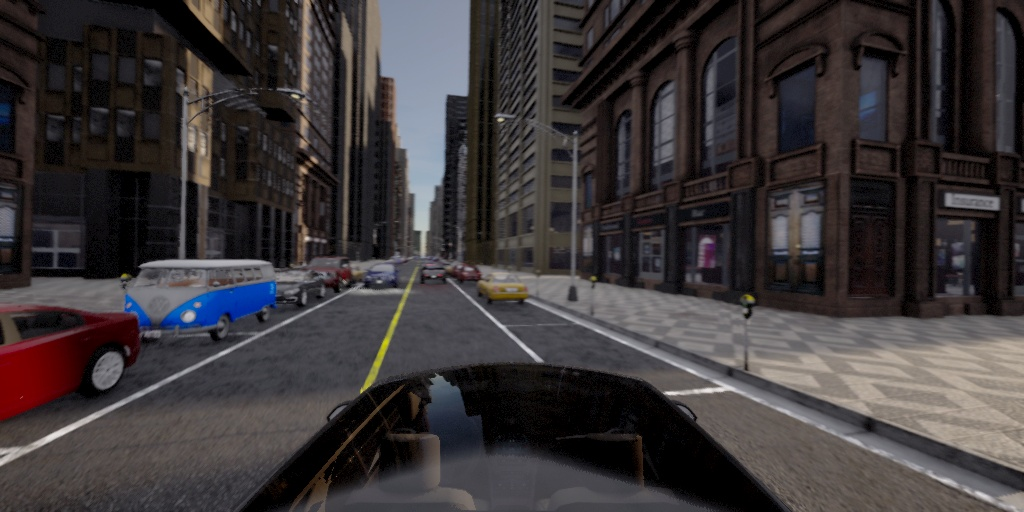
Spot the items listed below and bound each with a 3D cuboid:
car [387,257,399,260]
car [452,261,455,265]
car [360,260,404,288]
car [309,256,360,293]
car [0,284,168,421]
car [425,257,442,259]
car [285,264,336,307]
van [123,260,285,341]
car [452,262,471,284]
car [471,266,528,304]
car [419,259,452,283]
[{"bbox_3d":[-19.717,1.180,58.012,1.802,1.307,4.207,0,0,-14],"label":"car"},{"bbox_3d":[-4.636,1.359,32.840,1.802,1.307,4.207,0,0,-14],"label":"car"},{"bbox_3d":[-8.142,1.199,22.817,1.812,1.442,4.674,1,0,-14],"label":"car"},{"bbox_3d":[-10.175,0.939,19.859,2.192,1.841,5.009,0,0,-14],"label":"car"},{"bbox_3d":[-6.086,1.187,3.507,1.888,1.381,4.507,0,0,-14],"label":"car"},{"bbox_3d":[-9.999,1.209,43.308,2.128,1.511,4.902,1,0,-14],"label":"car"},{"bbox_3d":[-8.812,1.180,14.408,2.007,1.370,4.403,0,0,-14],"label":"car"},{"bbox_3d":[-7.449,0.977,8.958,1.690,1.789,3.998,0,0,-14],"label":"van"},{"bbox_3d":[-3.273,1.364,27.390,1.802,1.307,4.207,0,0,-14],"label":"car"},{"bbox_3d":[-0.588,1.319,16.653,1.751,1.417,4.829,0,0,-14],"label":"car"},{"bbox_3d":[-6.021,1.223,27.393,2.128,1.511,4.902,1,0,-14],"label":"car"}]
